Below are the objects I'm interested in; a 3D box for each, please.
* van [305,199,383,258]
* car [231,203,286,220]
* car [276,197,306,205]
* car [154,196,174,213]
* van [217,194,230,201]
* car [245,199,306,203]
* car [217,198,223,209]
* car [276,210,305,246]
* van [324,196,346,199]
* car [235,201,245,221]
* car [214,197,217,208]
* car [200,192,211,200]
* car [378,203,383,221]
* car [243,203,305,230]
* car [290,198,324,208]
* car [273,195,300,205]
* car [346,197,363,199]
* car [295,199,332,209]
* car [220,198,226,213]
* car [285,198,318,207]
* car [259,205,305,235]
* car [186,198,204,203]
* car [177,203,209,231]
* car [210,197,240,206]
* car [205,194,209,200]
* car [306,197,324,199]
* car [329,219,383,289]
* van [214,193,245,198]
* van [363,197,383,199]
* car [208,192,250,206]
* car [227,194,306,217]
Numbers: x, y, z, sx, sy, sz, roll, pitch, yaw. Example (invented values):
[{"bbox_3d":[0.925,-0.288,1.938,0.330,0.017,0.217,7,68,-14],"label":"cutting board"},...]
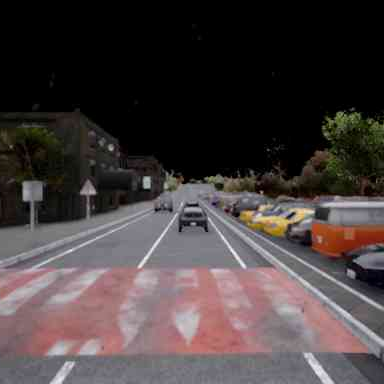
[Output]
[{"bbox_3d":[6.284,1.303,10.740,4.442,1.987,1.878,0,-1,0],"label":"van"},{"bbox_3d":[6.023,1.752,30.516,4.674,1.452,2.002,0,-1,0],"label":"car"},{"bbox_3d":[18.362,1.674,61.873,5.008,1.535,2.097,0,0,0],"label":"car"},{"bbox_3d":[-3.474,1.514,41.650,2.150,2.045,5.566,0,0,0],"label":"car"},{"bbox_3d":[6.031,1.587,44.785,4.442,1.987,1.878,0,0,0],"label":"van"},{"bbox_3d":[6.114,1.508,22.041,4.553,1.767,2.185,0,-1,0],"label":"car"},{"bbox_3d":[5.939,1.853,41.827,4.674,1.452,2.002,0,-1,0],"label":"car"},{"bbox_3d":[6.144,1.595,13.563,4.674,1.452,2.002,0,-1,0],"label":"car"},{"bbox_3d":[18.410,1.566,39.142,4.442,1.987,1.878,0,-1,0],"label":"van"},{"bbox_3d":[6.248,1.657,24.866,5.366,1.575,1.946,0,-1,0],"label":"car"},{"bbox_3d":[5.897,1.834,47.491,4.674,1.452,2.002,0,0,0],"label":"car"},{"bbox_3d":[5.316,1.602,93.428,4.674,1.452,2.002,1,1,0],"label":"car"},{"bbox_3d":[18.616,1.687,27.845,4.892,1.521,2.231,0,-1,0],"label":"car"},{"bbox_3d":[5.919,1.604,19.213,5.366,1.575,1.946,0,-1,0],"label":"car"},{"bbox_3d":[18.398,1.774,53.403,4.792,1.488,2.163,0,0,0],"label":"car"},{"bbox_3d":[18.316,1.526,64.571,4.553,1.767,2.185,0,0,0],"label":"car"},{"bbox_3d":[18.537,1.614,33.618,4.553,1.767,2.185,0,-1,0],"label":"car"},{"bbox_3d":[18.418,1.798,50.580,4.792,1.488,2.163,0,0,0],"label":"car"},{"bbox_3d":[5.973,1.765,36.167,5.008,1.535,2.097,0,-1,0],"label":"car"},{"bbox_3d":[18.415,1.723,56.102,4.892,1.521,2.231,0,0,0],"label":"car"},{"bbox_3d":[6.311,1.578,16.390,5.366,1.575,1.946,0,-1,0],"label":"car"},{"bbox_3d":[-0.019,1.780,39.875,2.128,1.511,4.902,0,0,0],"label":"car"},{"bbox_3d":[0.073,1.683,22.162,1.837,1.490,4.892,0,-1,0],"label":"car"},{"bbox_3d":[5.805,1.699,58.792,5.008,1.535,2.097,0,0,0],"label":"car"},{"bbox_3d":[5.756,1.635,70.096,4.792,1.488,2.163,0,0,0],"label":"car"},{"bbox_3d":[18.483,1.812,44.921,5.008,1.535,2.097,0,1,0],"label":"car"},{"bbox_3d":[6.159,1.532,7.912,4.792,1.488,2.163,0,-1,0],"label":"car"},{"bbox_3d":[5.990,1.544,50.315,4.442,1.987,1.878,0,0,0],"label":"van"},{"bbox_3d":[18.707,1.487,30.673,4.442,1.987,1.878,0,-1,0],"label":"van"},{"bbox_3d":[5.824,1.495,53.139,5.566,2.045,2.435,0,0,0],"label":"car"},{"bbox_3d":[6.070,1.435,27.693,5.566,2.045,2.435,0,-1,0],"label":"car"}]
